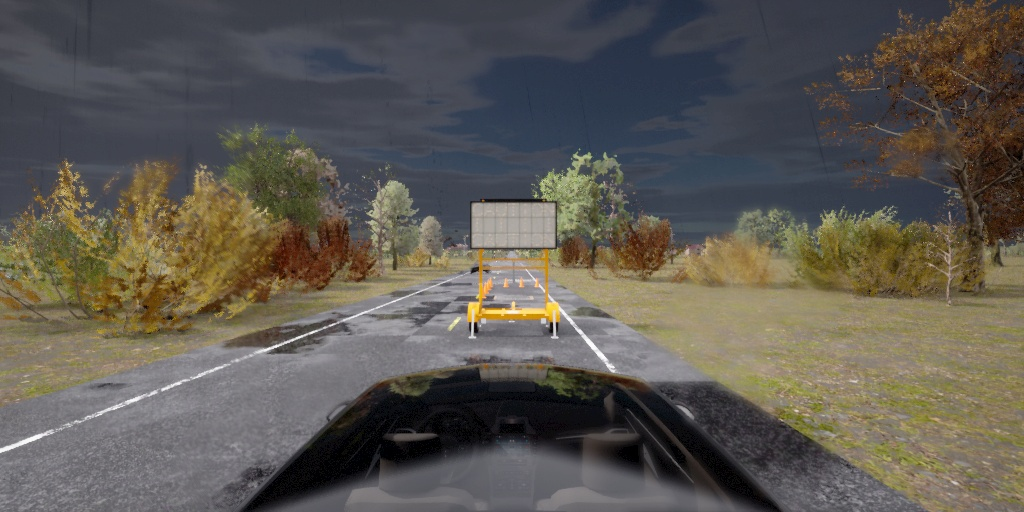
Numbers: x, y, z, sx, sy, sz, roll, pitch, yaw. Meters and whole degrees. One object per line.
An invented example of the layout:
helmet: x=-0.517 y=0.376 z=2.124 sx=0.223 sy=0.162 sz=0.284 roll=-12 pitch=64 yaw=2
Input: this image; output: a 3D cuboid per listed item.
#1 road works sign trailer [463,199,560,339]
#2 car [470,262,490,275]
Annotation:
road works sign trailer: x=0.045 y=0.212 z=10.072 sx=2.380 sy=3.560 sz=2.880 roll=0 pitch=0 yaw=0
car: x=-3.412 y=1.312 z=38.920 sx=1.895 sy=1.301 sz=4.718 roll=0 pitch=0 yaw=0
